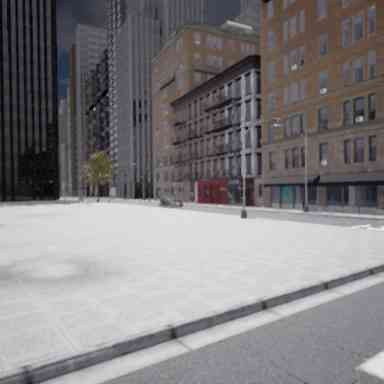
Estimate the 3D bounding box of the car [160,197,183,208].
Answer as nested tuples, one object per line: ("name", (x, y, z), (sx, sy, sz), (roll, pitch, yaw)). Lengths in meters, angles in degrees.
("car", (-2.802, 1.374, 44.529), (2.128, 1.511, 4.902), (-1, 0, -26))
